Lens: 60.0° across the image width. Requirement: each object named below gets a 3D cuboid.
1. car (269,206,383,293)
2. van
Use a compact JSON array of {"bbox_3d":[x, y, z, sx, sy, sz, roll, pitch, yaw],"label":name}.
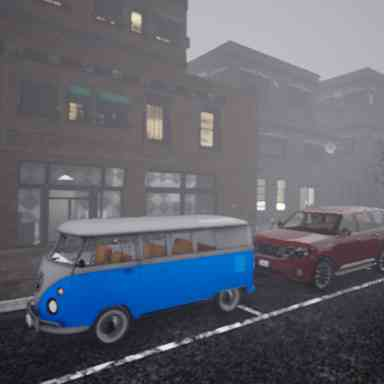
[{"bbox_3d":[3.733,1.347,9.222,5.009,1.841,2.192,0,1,-36],"label":"car"},{"bbox_3d":[-0.661,1.352,6.071,3.998,1.788,1.690,0,1,-36],"label":"van"}]
